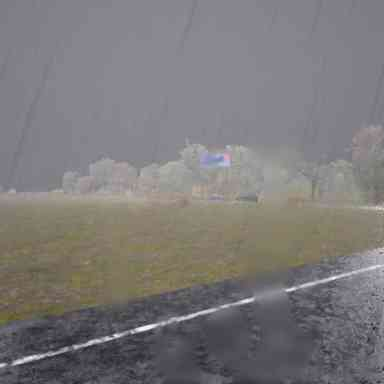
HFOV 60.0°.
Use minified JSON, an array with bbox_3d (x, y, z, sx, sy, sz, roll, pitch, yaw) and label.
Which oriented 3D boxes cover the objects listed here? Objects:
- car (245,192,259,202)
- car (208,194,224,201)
[{"bbox_3d":[11.239,1.055,68.265,2.150,2.045,5.566,0,0,-34],"label":"car"},{"bbox_3d":[5.666,1.222,76.580,2.128,1.511,4.902,0,0,-34],"label":"car"}]
